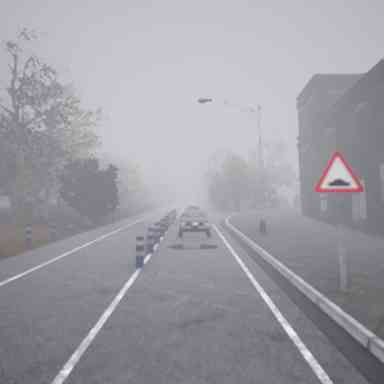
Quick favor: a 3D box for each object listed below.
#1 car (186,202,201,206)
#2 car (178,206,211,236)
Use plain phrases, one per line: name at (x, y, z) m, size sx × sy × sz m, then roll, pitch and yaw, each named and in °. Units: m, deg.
car at (0.165, 2.022, 42.558) m, size 1.812 × 1.442 × 4.674 m, roll 0°, pitch -1°, yaw 0°
car at (0.134, 1.784, 20.163) m, size 2.033 × 1.411 × 5.357 m, roll 0°, pitch -1°, yaw 0°
